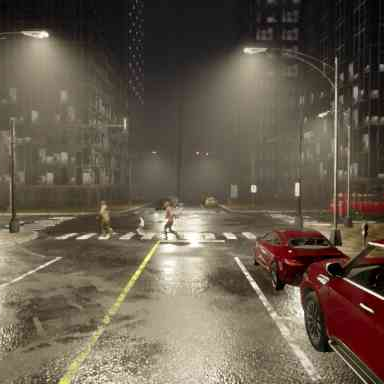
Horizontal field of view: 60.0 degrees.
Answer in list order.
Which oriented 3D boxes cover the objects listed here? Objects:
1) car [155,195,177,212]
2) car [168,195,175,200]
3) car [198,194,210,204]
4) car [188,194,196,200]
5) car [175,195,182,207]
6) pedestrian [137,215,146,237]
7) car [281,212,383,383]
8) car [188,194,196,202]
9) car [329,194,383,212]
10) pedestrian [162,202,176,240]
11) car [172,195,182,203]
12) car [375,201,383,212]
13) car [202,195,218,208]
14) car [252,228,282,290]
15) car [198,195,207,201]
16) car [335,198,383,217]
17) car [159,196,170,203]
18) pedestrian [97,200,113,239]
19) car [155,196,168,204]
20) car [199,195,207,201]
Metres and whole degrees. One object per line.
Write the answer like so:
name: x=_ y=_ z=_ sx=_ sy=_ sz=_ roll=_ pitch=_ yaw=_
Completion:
car: x=-3.096 y=1.456 z=37.938 sx=1.882 sy=1.535 sz=5.008 roll=0 pitch=0 yaw=0
car: x=-5.663 y=1.493 z=92.331 sx=1.802 sy=1.307 sz=4.206 roll=-1 pitch=0 yaw=0
car: x=2.716 y=1.268 z=63.412 sx=2.192 sy=1.841 sz=5.009 roll=-1 pitch=0 yaw=0
car: x=0.005 y=1.233 z=84.229 sx=1.882 sy=1.535 sz=5.008 roll=0 pitch=0 yaw=0
car: x=-3.090 y=1.318 z=51.501 sx=2.097 sy=1.767 sz=4.553 roll=0 pitch=0 yaw=0
pedestrian: x=-2.481 y=1.665 z=16.582 sx=0.500 sy=1.100 sz=0.500 roll=-1 pitch=1 yaw=0
car: x=2.672 y=1.314 z=3.168 sx=2.192 sy=1.841 sz=5.009 roll=-1 pitch=0 yaw=0
car: x=0.004 y=1.525 z=74.255 sx=1.895 sy=1.301 sz=4.718 roll=0 pitch=0 yaw=0
car: x=13.741 y=1.156 z=26.324 sx=5.566 sy=2.045 sz=2.150 roll=-1 pitch=1 yaw=-6
pedestrian: x=-1.062 y=1.287 z=15.274 sx=0.375 sy=1.860 sz=0.375 roll=-1 pitch=1 yaw=0
car: x=-3.003 y=1.424 z=68.229 sx=1.882 sy=1.535 sz=5.008 roll=0 pitch=1 yaw=0
car: x=16.129 y=1.537 z=24.068 sx=4.313 sy=1.339 sz=1.947 roll=0 pitch=1 yaw=-5
car: x=2.809 y=1.496 z=48.331 sx=1.752 sy=1.417 sz=4.829 roll=-1 pitch=0 yaw=0
car: x=2.679 y=1.578 z=8.793 sx=1.802 sy=1.307 sz=4.206 roll=-1 pitch=0 yaw=0
car: x=2.683 y=1.471 z=86.595 sx=2.008 sy=1.369 sz=4.403 roll=-1 pitch=0 yaw=0
car: x=15.651 y=1.356 z=29.843 sx=4.892 sy=1.490 sz=1.837 roll=0 pitch=1 yaw=-5
car: x=-5.666 y=1.510 z=69.636 sx=1.947 sy=1.339 sz=4.313 roll=-1 pitch=0 yaw=0
pedestrian: x=-4.178 y=1.286 z=15.950 sx=0.375 sy=1.860 sz=0.375 roll=-1 pitch=1 yaw=0
car: x=-5.836 y=1.518 z=63.962 sx=1.947 sy=1.339 sz=4.313 roll=-1 pitch=0 yaw=0
car: x=2.683 y=1.494 z=80.922 sx=1.947 sy=1.339 sz=4.313 roll=-1 pitch=0 yaw=0
